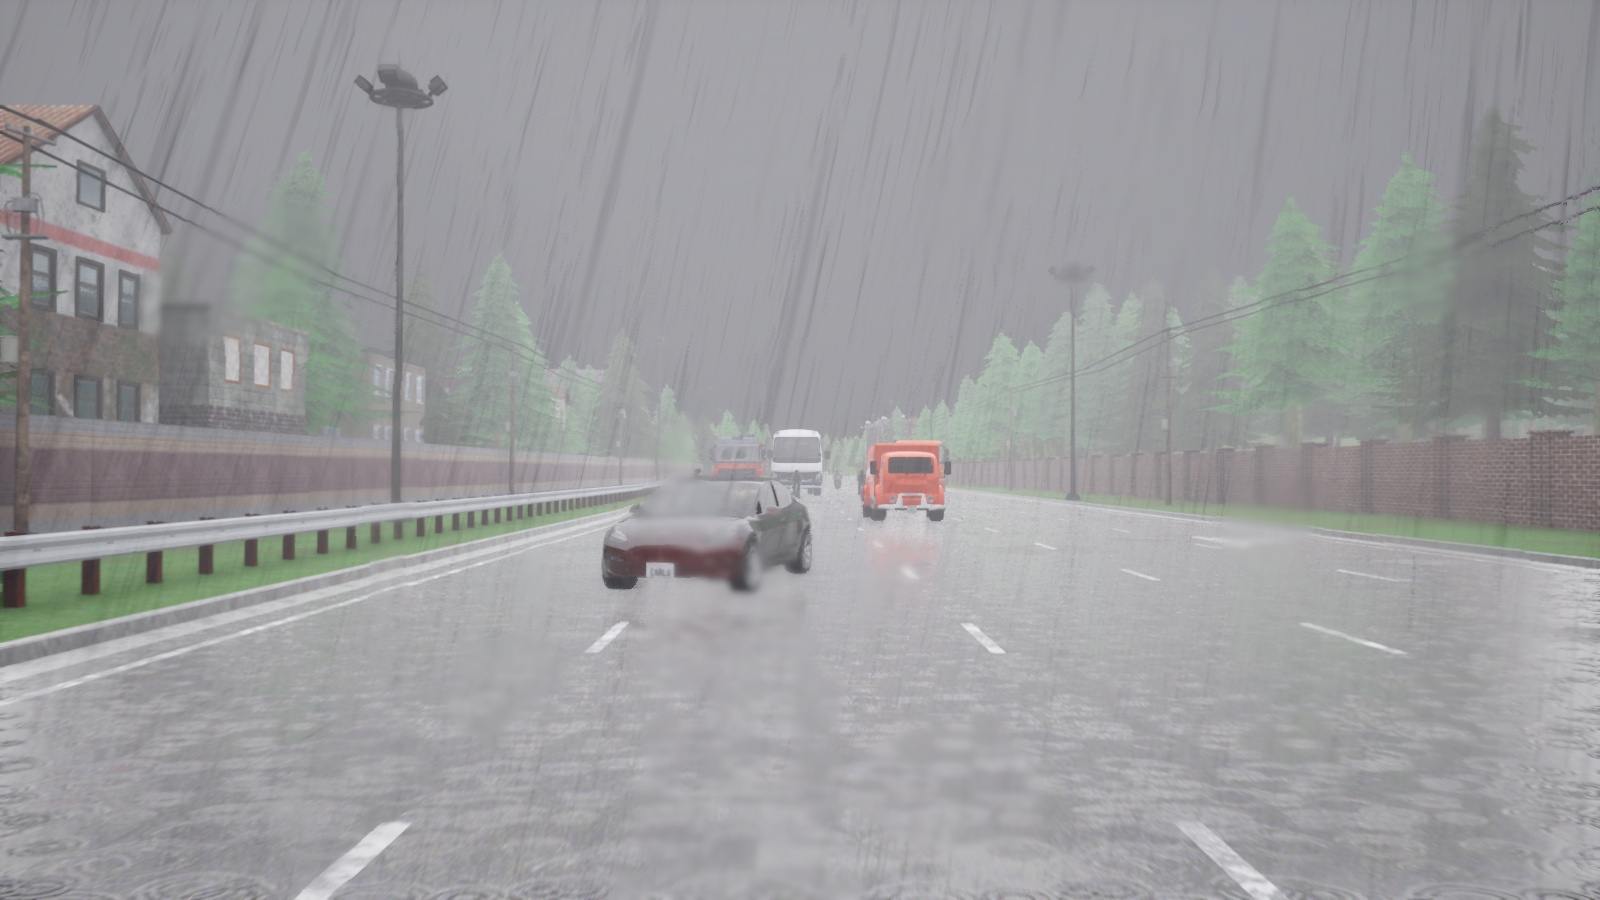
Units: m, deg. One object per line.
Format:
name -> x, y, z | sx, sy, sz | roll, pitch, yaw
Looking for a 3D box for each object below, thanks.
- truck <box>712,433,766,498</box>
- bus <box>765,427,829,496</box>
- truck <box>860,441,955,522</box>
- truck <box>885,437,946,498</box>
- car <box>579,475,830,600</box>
truck -> -3.691, 0.966, 77.752 | 2.891, 3.827, 8.468 | 0, -1, 0
bus -> -0.204, 0.826, 82.843 | 3.944, 4.253, 10.273 | 0, -1, 0
truck -> 3.400, 0.997, 40.799 | 2.627, 2.467, 5.204 | 0, -1, 0
truck -> 6.816, 1.061, 74.996 | 2.891, 3.462, 7.936 | 0, -1, 0
car -> -1.148, 1.117, 17.767 | 2.163, 1.488, 4.792 | 0, -1, 14
